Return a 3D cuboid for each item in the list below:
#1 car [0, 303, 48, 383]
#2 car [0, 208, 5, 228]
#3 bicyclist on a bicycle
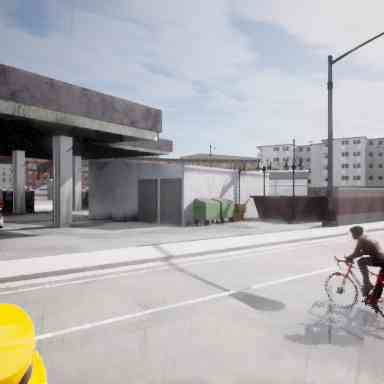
[{"bbox_3d":[-3.412,1.478,1.573,5.008,1.535,1.882,0,0,-35],"label":"car"},{"bbox_3d":[-12.772,1.456,20.495,1.970,1.475,3.806,0,0,-34],"label":"car"},{"bbox_3d":[3.176,1.453,6.080,0.582,1.620,1.656,0,-1,-35],"label":"bicyclist on a bicycle"}]
